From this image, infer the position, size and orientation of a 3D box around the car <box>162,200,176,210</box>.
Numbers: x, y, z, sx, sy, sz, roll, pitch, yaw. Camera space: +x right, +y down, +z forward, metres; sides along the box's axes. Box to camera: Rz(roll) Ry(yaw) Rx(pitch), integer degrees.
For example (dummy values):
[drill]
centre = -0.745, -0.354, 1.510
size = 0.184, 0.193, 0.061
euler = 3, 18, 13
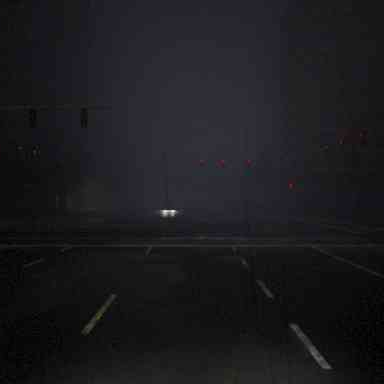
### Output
[car]
centre = -3.502, 1.957, 51.536
size = 2.128, 1.511, 4.902
euler = 0, 0, 0
